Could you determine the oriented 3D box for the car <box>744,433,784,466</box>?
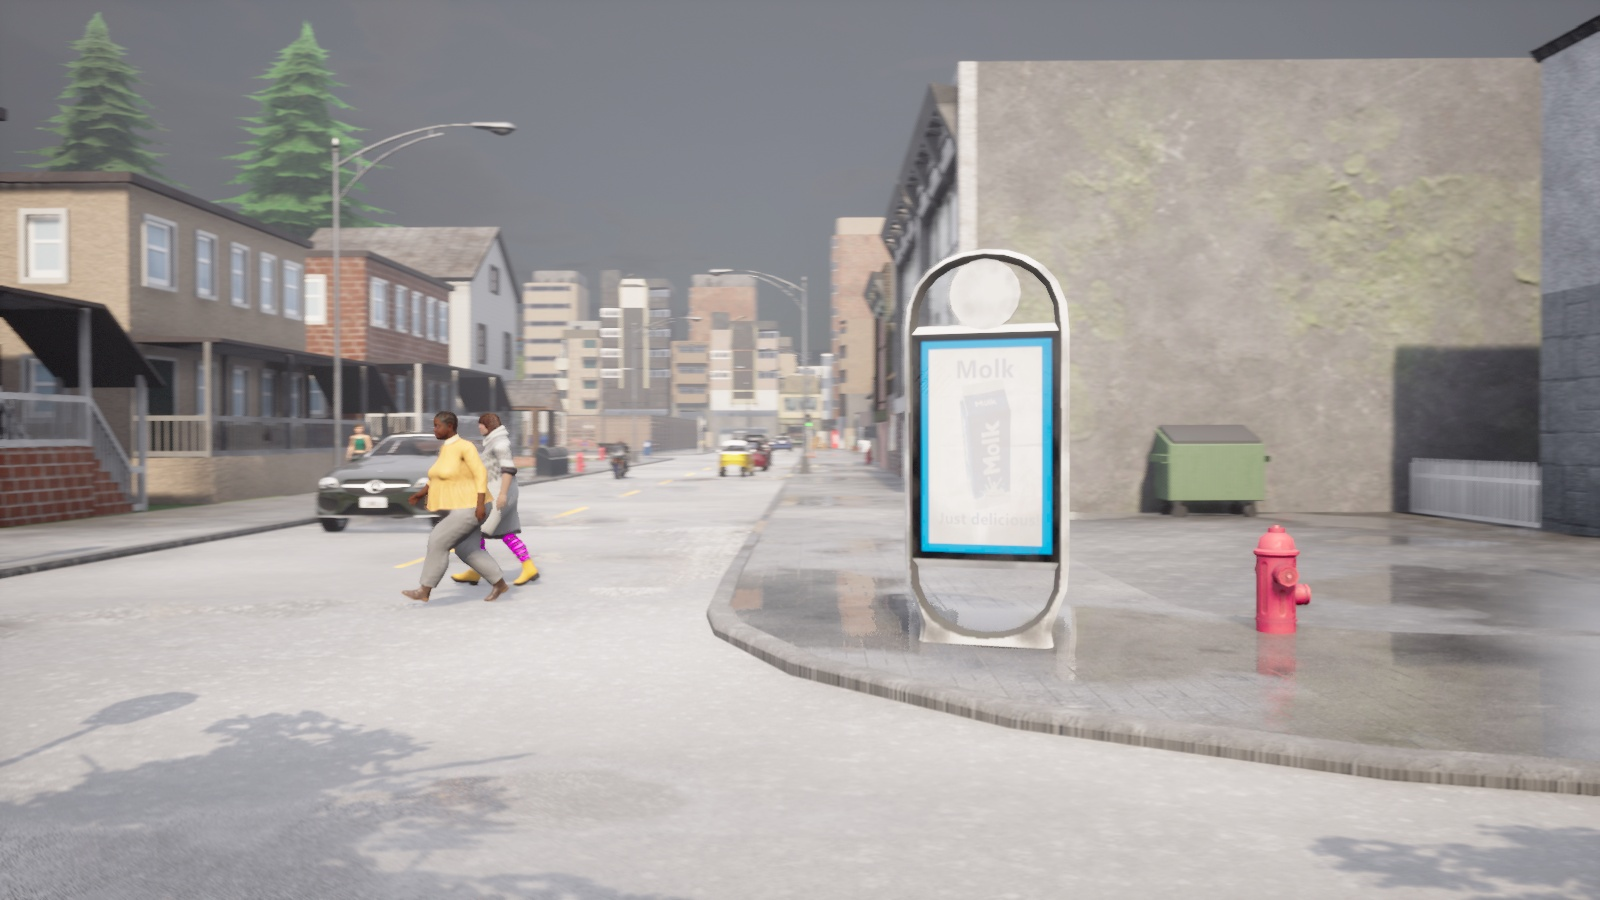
[{"bbox_3d":[-1.824,-0.058,64.032,1.851,1.617,3.988,0,1,1],"label":"car"}]

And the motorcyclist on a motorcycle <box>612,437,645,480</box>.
[{"bbox_3d":[-6.198,0.283,45.433,0.866,1.530,2.191,0,1,1],"label":"motorcyclist on a motorcycle"}]

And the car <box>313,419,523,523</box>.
[{"bbox_3d":[-6.657,0.302,22.576,2.152,1.651,5.027,0,1,1],"label":"car"}]

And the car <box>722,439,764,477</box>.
[{"bbox_3d":[-2.151,0.293,47.804,1.481,1.376,2.207,0,1,1],"label":"car"}]

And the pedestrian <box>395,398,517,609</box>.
[{"bbox_3d":[-3.195,0.462,11.640,0.900,1.855,0.874,0,1,-30],"label":"pedestrian"}]

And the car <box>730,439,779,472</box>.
[{"bbox_3d":[-1.986,0.207,55.761,1.994,1.385,4.181,0,1,1],"label":"car"}]

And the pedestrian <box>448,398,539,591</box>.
[{"bbox_3d":[-3.199,0.450,13.148,0.873,1.952,0.659,0,1,-9],"label":"pedestrian"}]

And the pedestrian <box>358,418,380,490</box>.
[{"bbox_3d":[-11.042,0.095,32.156,0.345,1.836,0.594,0,1,1],"label":"pedestrian"}]
